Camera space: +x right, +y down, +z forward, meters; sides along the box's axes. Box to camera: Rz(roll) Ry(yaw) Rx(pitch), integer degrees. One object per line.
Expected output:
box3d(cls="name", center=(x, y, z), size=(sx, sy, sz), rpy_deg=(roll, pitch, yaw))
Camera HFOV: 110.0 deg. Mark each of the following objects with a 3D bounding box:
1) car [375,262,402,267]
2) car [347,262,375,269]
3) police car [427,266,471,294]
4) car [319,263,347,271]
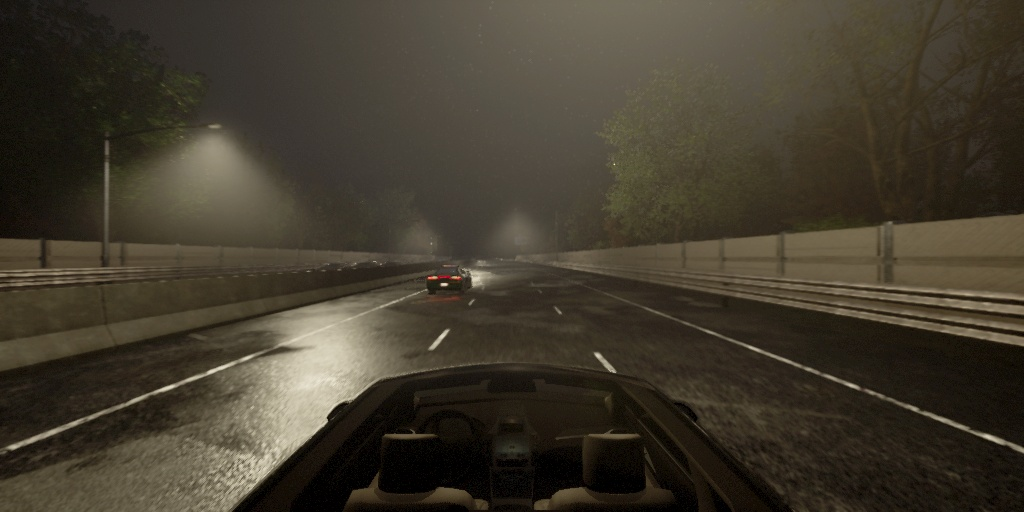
box3d(cls="car", center=(-14.542, 1.449, 43.606), size=(1.882, 1.535, 5.008), rpy_deg=(0, 0, -1))
box3d(cls="car", center=(-18.042, 1.457, 44.283), size=(1.882, 1.535, 5.008), rpy_deg=(0, 0, -1))
box3d(cls="police car", center=(-3.610, 1.361, 21.287), size=(2.038, 1.542, 4.974), rpy_deg=(0, 0, -1))
box3d(cls="car", center=(-21.527, 1.530, 43.902), size=(2.033, 1.411, 5.357), rpy_deg=(0, 0, -1))
